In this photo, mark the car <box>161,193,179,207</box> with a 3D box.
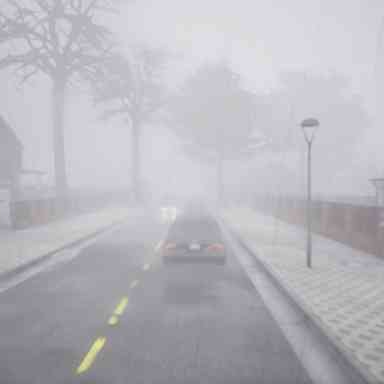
[{"bbox_3d":[-2.515,0.877,38.961,2.128,1.511,4.902,0,1,1],"label":"car"}]

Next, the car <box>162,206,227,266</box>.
[{"bbox_3d":[0.101,1.406,10.988,2.033,1.411,5.357,0,1,1],"label":"car"}]

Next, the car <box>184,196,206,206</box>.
[{"bbox_3d":[0.256,1.098,28.716,1.812,1.442,4.674,0,1,1],"label":"car"}]
